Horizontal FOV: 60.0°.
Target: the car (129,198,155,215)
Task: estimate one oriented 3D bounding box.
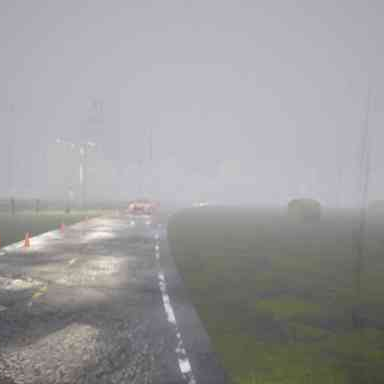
[{"bbox_3d":[-5.229,1.429,35.248,2.097,1.767,4.553,1,0,2],"label":"car"}]

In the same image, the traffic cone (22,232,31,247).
[{"bbox_3d":[-6.672,1.917,13.448,0.340,0.580,0.340,1,0,-6],"label":"traffic cone"}]

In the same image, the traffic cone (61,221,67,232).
[{"bbox_3d":[-7.151,1.932,18.504,0.340,0.580,0.340,1,0,-5],"label":"traffic cone"}]

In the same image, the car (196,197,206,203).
[{"bbox_3d":[2.293,2.065,82.825,1.837,1.490,4.892,0,-1,16],"label":"car"}]

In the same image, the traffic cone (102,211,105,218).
[{"bbox_3d":[-7.625,1.972,28.649,0.340,0.580,0.340,1,0,-1],"label":"traffic cone"}]

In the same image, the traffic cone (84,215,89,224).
[{"bbox_3d":[-7.468,1.951,23.572,0.340,0.580,0.340,1,0,-3],"label":"traffic cone"}]
